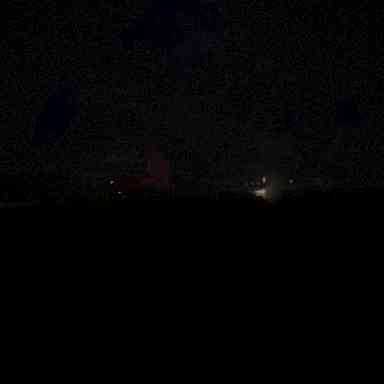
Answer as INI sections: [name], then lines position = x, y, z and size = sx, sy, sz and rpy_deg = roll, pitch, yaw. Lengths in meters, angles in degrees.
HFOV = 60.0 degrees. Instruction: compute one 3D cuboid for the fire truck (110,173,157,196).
[fire truck]
position = -9.681, -1.292, 56.051
size = 2.891, 3.827, 8.468
rpy_deg = 3, 4, 37
